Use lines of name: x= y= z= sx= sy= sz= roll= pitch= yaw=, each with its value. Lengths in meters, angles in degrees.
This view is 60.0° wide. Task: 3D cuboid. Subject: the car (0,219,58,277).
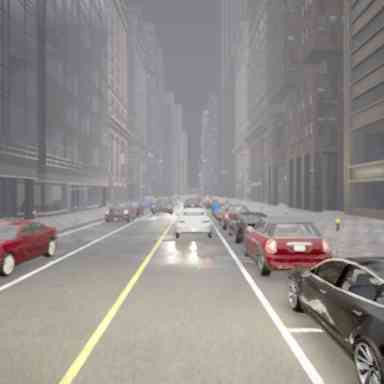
car: x=-5.772 y=1.594 z=10.442 sx=1.887 sy=1.381 sz=4.507 roll=0 pitch=0 yaw=0

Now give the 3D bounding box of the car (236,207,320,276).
car: x=2.753 y=1.464 z=10.455 sx=1.967 sy=1.590 sz=4.097 roll=0 pitch=0 yaw=0

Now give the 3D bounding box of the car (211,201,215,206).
car: x=2.751 y=1.657 z=27.260 sx=1.802 sy=1.307 sz=4.206 roll=0 pitch=0 yaw=0

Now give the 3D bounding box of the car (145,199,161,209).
car: x=-5.779 y=1.714 z=49.657 sx=1.887 sy=1.381 sz=4.507 roll=0 pitch=0 yaw=0

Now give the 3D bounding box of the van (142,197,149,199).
van: x=-5.779 y=1.493 z=44.055 sx=1.690 sy=1.788 sz=3.998 roll=0 pitch=0 yaw=0

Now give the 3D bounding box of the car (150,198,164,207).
car: x=-5.780 y=1.731 z=55.258 sx=1.887 sy=1.381 sz=4.507 roll=0 pitch=0 yaw=0

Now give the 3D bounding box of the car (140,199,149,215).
car: x=-5.776 y=1.662 z=32.850 sx=1.887 sy=1.381 sz=4.507 roll=0 pitch=0 yaw=0

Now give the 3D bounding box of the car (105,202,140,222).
car: x=-5.776 y=1.540 z=27.248 sx=1.967 sy=1.590 sz=4.097 roll=0 pitch=0 yaw=0

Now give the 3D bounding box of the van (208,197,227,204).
van: x=2.748 y=1.433 z=32.862 sx=1.690 sy=1.788 sz=3.998 roll=0 pitch=0 yaw=0

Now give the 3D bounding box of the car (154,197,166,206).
car: x=-5.781 y=1.728 z=60.691 sx=1.752 sy=1.417 sz=4.829 roll=0 pitch=0 yaw=0

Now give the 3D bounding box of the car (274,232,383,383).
car: x=2.755 y=1.573 z=4.853 sx=1.947 sy=1.339 sz=4.313 roll=0 pitch=0 yaw=0

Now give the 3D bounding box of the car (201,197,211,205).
car: x=2.743 y=1.778 z=66.472 sx=1.802 sy=1.307 sz=4.206 roll=0 pitch=0 yaw=0

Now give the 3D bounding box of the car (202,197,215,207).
car: x=2.744 y=1.601 z=55.269 sx=1.967 sy=1.590 sz=4.097 roll=0 pitch=0 yaw=0

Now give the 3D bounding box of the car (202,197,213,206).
car: x=2.744 y=1.704 z=61.041 sx=1.752 sy=1.417 sz=4.829 roll=0 pitch=0 yaw=0

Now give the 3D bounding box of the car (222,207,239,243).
car: x=2.753 y=1.607 z=16.056 sx=1.947 sy=1.339 sz=4.313 roll=0 pitch=0 yaw=0

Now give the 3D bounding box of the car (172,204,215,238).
car: x=0.083 y=1.580 z=18.084 sx=1.812 sy=1.442 sz=4.674 roll=0 pitch=0 yaw=0

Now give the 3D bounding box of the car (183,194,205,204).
car: x=0.085 y=1.464 z=36.738 sx=2.097 sy=1.767 sz=4.553 roll=0 pitch=0 yaw=0

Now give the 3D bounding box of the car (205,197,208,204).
car: x=2.747 y=1.671 z=44.065 sx=1.887 sy=1.381 sz=4.507 roll=0 pitch=0 yaw=0

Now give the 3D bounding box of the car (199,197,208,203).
car: x=2.741 y=1.775 z=77.676 sx=1.887 sy=1.381 sz=4.507 roll=0 pitch=0 yaw=0

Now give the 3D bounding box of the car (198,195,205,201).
car: x=2.737 y=1.725 z=94.481 sx=1.967 sy=1.590 sz=4.097 roll=0 pitch=0 yaw=0

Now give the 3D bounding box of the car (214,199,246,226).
car: x=2.751 y=1.498 z=21.658 sx=1.967 sy=1.590 sz=4.097 roll=0 pitch=0 yaw=0

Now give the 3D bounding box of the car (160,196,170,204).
car: x=-5.784 y=1.679 z=72.066 sx=1.967 sy=1.590 sz=4.097 roll=0 pitch=0 yaw=0

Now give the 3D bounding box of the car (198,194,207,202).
car: x=2.737 y=1.581 z=88.880 sx=2.192 sy=1.841 sz=5.009 roll=0 pitch=0 yaw=0

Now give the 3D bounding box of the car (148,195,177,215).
car: x=-3.011 y=1.467 z=34.957 sx=2.097 sy=1.767 sz=4.553 roll=0 pitch=0 yaw=0
